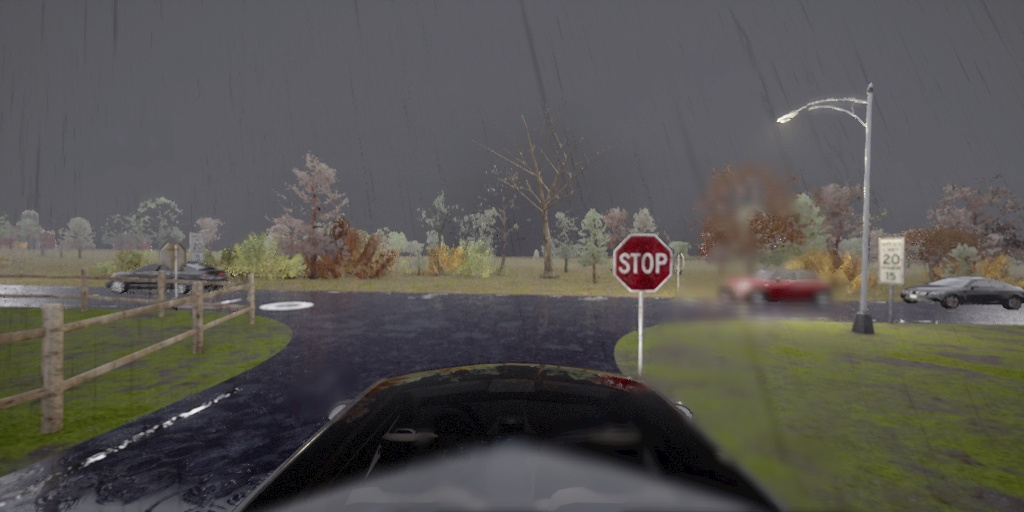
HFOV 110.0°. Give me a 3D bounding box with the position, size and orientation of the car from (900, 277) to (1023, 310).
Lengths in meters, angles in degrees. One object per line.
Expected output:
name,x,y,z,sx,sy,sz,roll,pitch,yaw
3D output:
car,21.716,1.738,17.301,4.674,1.442,1.812,1,1,0

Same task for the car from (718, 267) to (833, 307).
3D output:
car,12.503,1.399,17.245,4.553,1.767,2.097,1,1,-1

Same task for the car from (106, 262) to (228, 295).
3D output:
car,-16.547,1.014,17.299,4.892,1.490,1.837,1,0,1
